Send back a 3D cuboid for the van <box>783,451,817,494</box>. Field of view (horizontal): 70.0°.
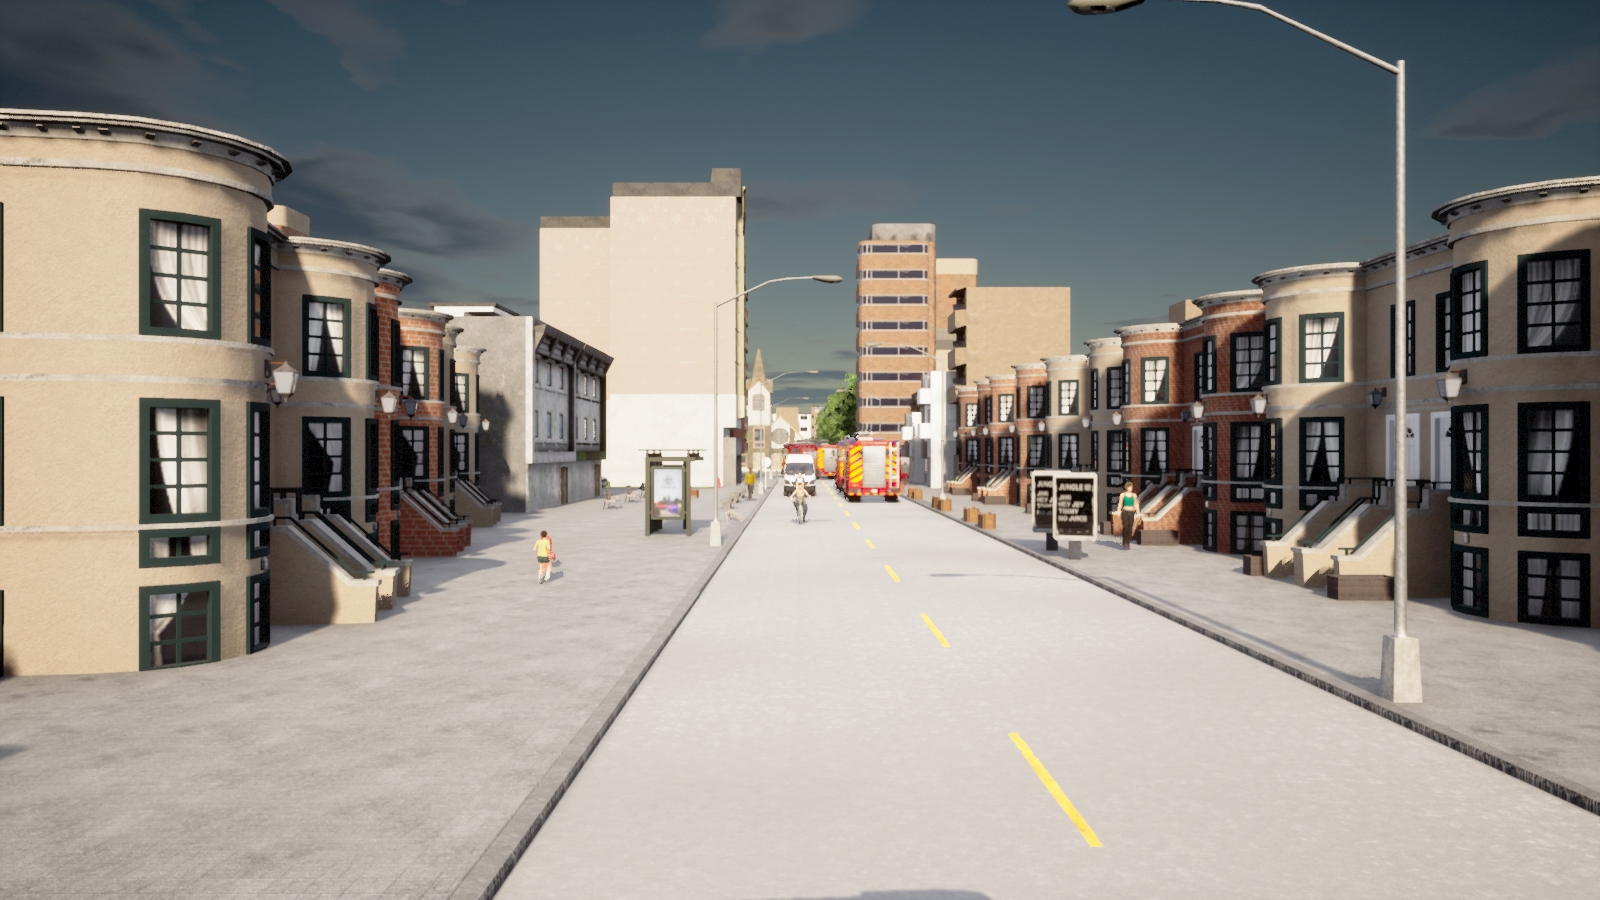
[{"bbox_3d":[-0.011,1.342,71.197,1.988,2.561,5.915,0,0,0],"label":"van"}]

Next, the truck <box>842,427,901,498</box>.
[{"bbox_3d":[3.998,0.695,65.675,2.891,3.827,8.468,0,0,0],"label":"truck"}]

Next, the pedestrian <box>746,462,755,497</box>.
[{"bbox_3d":[-2.607,1.547,60.036,0.375,1.860,0.375,0,0,-15],"label":"pedestrian"}]

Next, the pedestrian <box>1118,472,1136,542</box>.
[{"bbox_3d":[8.806,1.536,30.768,0.375,1.860,0.375,0,0,2],"label":"pedestrian"}]

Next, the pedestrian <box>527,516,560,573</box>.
[{"bbox_3d":[-5.217,1.915,23.233,0.500,1.100,0.500,0,0,8],"label":"pedestrian"}]
